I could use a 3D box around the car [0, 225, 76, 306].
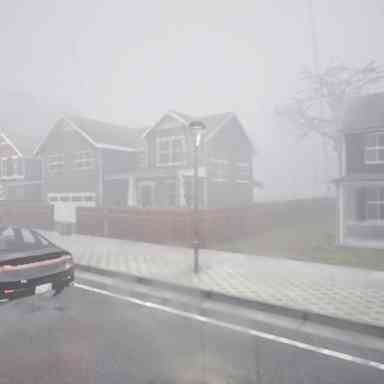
[{"bbox_3d":[-4.587,1.479,7.268,4.902,1.511,2.128,0,0,35],"label":"car"}]
